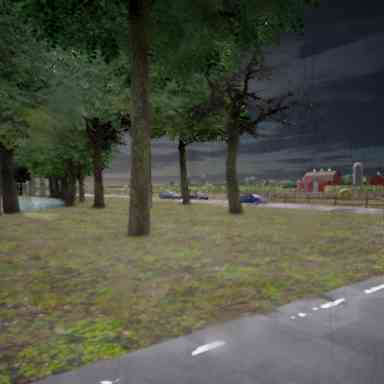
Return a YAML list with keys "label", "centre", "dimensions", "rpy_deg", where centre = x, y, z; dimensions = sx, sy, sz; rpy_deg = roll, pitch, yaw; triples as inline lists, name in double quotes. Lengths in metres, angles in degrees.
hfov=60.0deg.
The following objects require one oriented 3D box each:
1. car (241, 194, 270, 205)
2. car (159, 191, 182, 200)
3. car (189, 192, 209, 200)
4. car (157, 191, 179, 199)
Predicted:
- label: "car"
  centre: [8.214, 0.954, 44.105]
  dimensions: [1.812, 1.442, 4.674]
  rpy_deg: [-1, 2, -36]
- label: "car"
  centre: [-3.636, 0.707, 60.683]
  dimensions: [2.033, 1.411, 5.357]
  rpy_deg: [-1, 1, -36]
- label: "car"
  centre: [1.100, 0.720, 58.912]
  dimensions: [1.994, 1.385, 4.181]
  rpy_deg: [-1, 1, -35]
- label: "car"
  centre: [-4.815, 0.522, 67.011]
  dimensions: [2.128, 1.511, 4.902]
  rpy_deg: [-1, 1, -36]
